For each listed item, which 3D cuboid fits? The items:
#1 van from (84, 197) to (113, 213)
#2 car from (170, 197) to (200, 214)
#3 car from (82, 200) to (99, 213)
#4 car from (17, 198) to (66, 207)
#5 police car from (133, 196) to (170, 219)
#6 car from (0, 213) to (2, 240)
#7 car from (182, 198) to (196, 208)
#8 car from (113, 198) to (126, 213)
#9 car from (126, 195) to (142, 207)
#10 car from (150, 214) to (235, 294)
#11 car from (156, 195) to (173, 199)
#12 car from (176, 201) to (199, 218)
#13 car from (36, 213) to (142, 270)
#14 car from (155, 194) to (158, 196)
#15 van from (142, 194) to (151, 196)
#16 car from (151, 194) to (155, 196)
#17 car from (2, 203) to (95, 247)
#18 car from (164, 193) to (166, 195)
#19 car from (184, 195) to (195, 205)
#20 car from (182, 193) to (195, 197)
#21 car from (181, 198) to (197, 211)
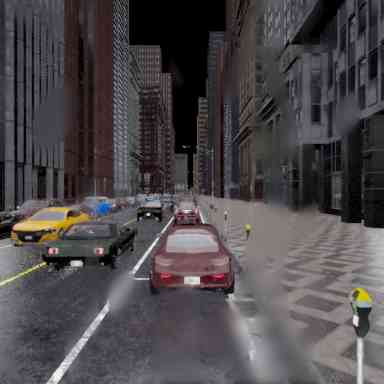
[{"bbox_3d":[-8.911,1.340,30.980,1.690,1.788,3.998,0,0,0],"label":"van"},{"bbox_3d":[-0.386,1.439,25.353,1.967,1.590,4.097,0,0,0],"label":"car"},{"bbox_3d":[-8.910,1.544,25.344,1.887,1.381,4.507,0,0,0],"label":"car"},{"bbox_3d":[-8.911,1.314,19.706,2.192,1.841,5.009,0,0,0],"label":"car"},{"bbox_3d":[-3.144,1.424,26.596,1.930,1.638,5.238,0,0,0],"label":"police car"},{"bbox_3d":[-8.910,1.565,14.070,1.947,1.339,4.313,0,0,0],"label":"car"},{"bbox_3d":[-0.385,1.564,47.899,1.947,1.339,4.313,0,0,0],"label":"car"},{"bbox_3d":[-8.911,1.439,36.617,1.967,1.590,4.097,0,0,0],"label":"car"},{"bbox_3d":[-8.911,1.439,47.891,1.967,1.590,4.097,0,0,0],"label":"car"},{"bbox_3d":[0.003,1.525,8.651,1.812,1.442,4.674,0,0,0],"label":"car"},{"bbox_3d":[-3.046,1.490,40.019,2.128,1.511,4.902,0,0,0],"label":"car"},{"bbox_3d":[-0.385,1.565,30.990,1.947,1.339,4.313,0,0,0],"label":"car"},{"bbox_3d":[-3.048,1.600,11.041,1.895,1.301,4.718,0,0,0],"label":"car"},{"bbox_3d":[-8.911,1.552,70.437,2.008,1.369,4.403,0,0,0],"label":"car"},{"bbox_3d":[-8.911,1.340,59.164,1.690,1.788,3.998,0,0,0],"label":"van"},{"bbox_3d":[-8.911,1.525,64.631,1.752,1.417,4.829,0,0,0],"label":"car"},{"bbox_3d":[-6.245,1.477,15.217,1.882,1.535,5.008,0,0,0],"label":"car"},{"bbox_3d":[-8.912,1.323,87.347,2.192,1.841,5.009,0,0,0],"label":"car"},{"bbox_3d":[-0.386,1.439,59.171,1.967,1.590,4.097,0,0,0],"label":"car"},{"bbox_3d":[-0.386,1.314,36.627,2.192,1.841,5.009,0,0,0],"label":"car"},{"bbox_3d":[-0.385,1.543,42.263,1.887,1.381,4.507,0,0,0],"label":"car"}]
